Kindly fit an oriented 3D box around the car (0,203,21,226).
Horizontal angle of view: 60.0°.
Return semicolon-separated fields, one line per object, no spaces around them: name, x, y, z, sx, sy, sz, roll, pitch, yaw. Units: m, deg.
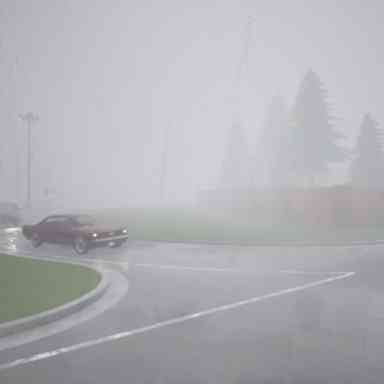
car;-13.058;1.528;23.305;1.812;1.442;4.674;0;1;-23

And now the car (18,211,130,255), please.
car;-4.773;1.603;13.549;4.718;1.301;1.895;0;0;35
